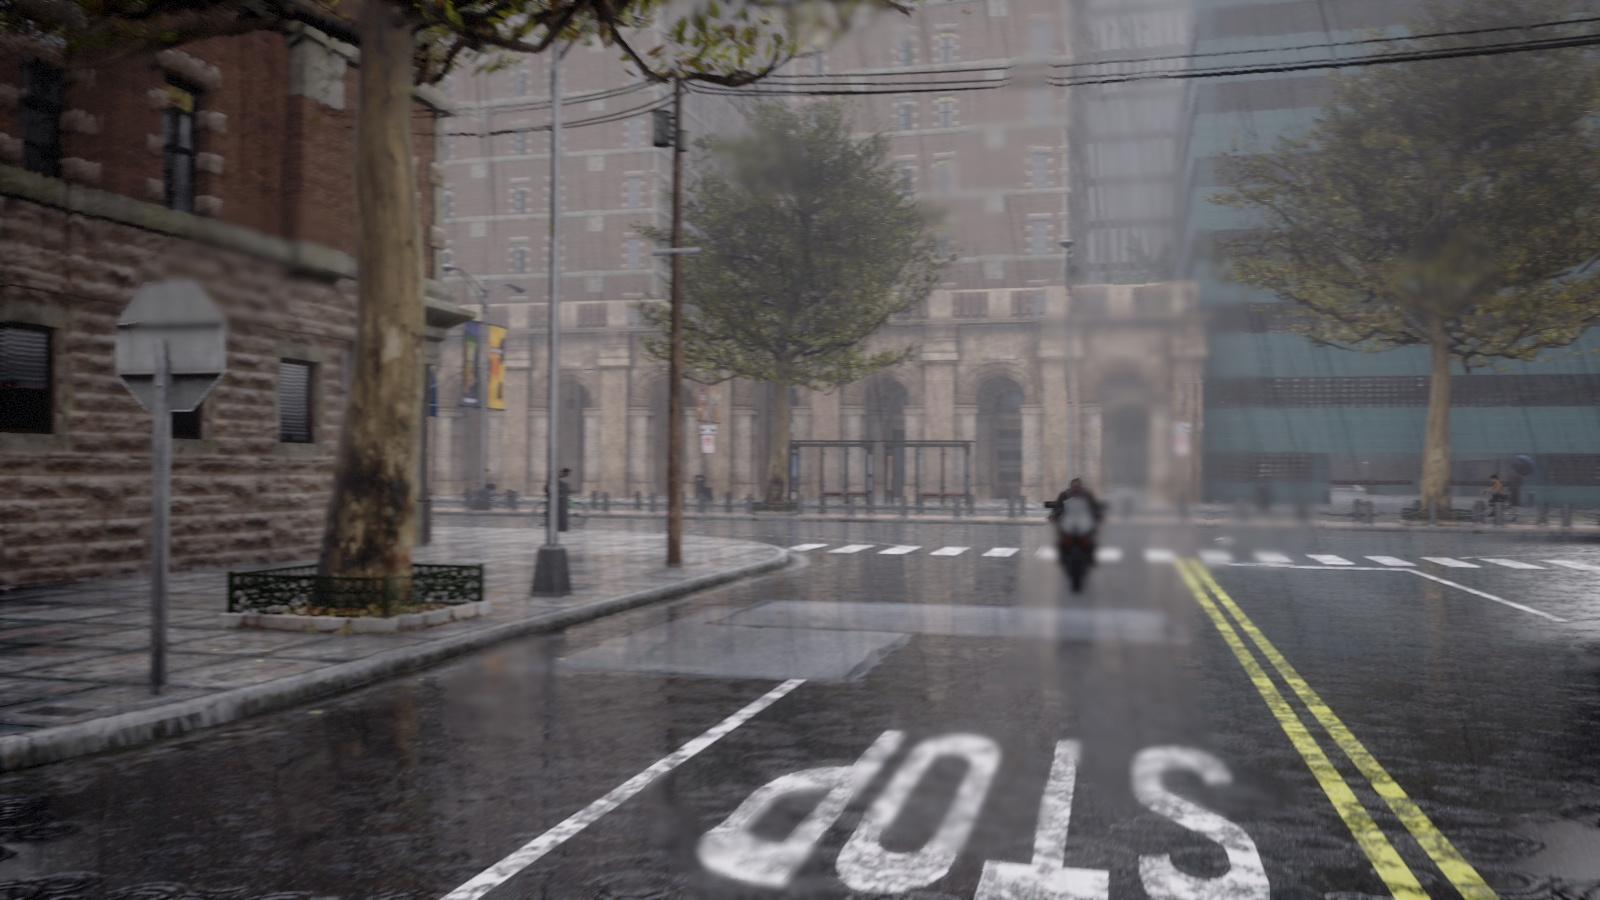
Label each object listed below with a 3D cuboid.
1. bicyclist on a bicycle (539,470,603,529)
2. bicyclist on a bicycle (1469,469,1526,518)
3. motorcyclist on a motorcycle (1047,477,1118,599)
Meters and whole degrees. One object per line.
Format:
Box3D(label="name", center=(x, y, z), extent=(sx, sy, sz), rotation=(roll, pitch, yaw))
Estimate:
Box3D(label="bicyclist on a bicycle", center=(-6.351, 1.364, 34.811), extent=(1.656, 1.620, 0.582), rotation=(0, -1, 15))
Box3D(label="bicyclist on a bicycle", center=(23.398, 1.441, 42.171), extent=(1.509, 1.612, 0.866), rotation=(0, -1, 16))
Box3D(label="motorcyclist on a motorcycle", center=(3.850, 1.134, 17.039), extent=(0.866, 1.530, 2.191), rotation=(0, -1, 14))
